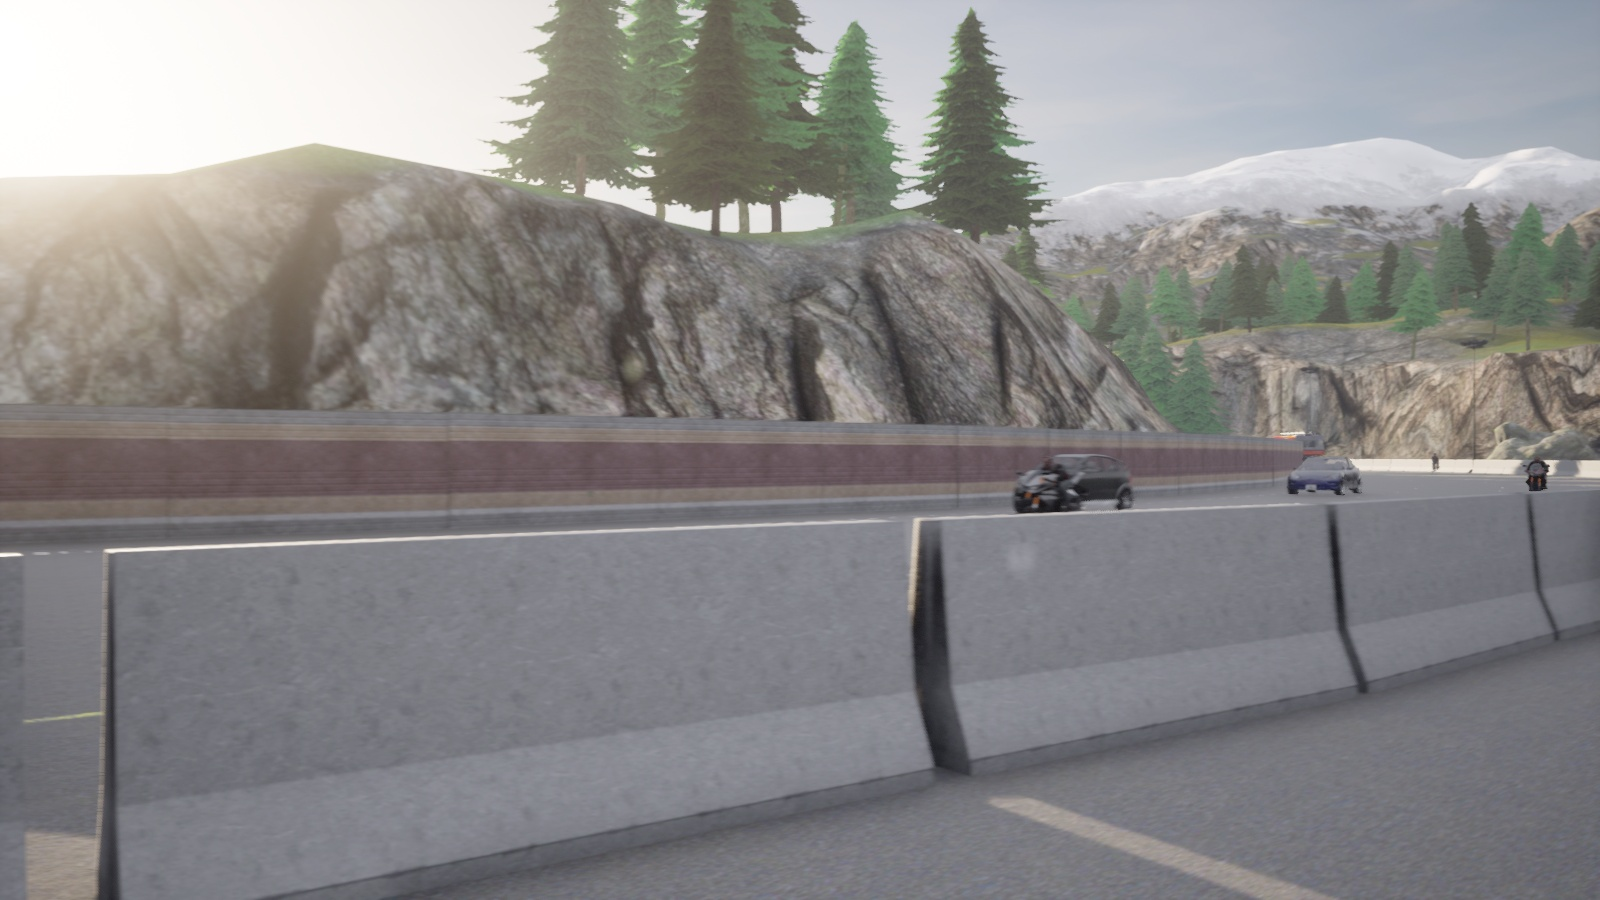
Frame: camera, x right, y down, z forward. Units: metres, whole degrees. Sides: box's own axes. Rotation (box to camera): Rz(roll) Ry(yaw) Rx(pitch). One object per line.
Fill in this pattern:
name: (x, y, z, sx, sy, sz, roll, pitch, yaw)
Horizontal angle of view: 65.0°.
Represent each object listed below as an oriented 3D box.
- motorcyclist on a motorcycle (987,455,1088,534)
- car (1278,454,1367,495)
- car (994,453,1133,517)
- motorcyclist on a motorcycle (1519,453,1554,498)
motorcyclist on a motorcycle: (4.871, 0.883, 25.635, 2.191, 1.530, 0.866, 0, -1, -43)
car: (20.172, 0.899, 48.349, 2.163, 1.488, 4.792, 0, 0, 35)
car: (6.862, 0.852, 32.511, 1.789, 1.549, 3.705, 0, 0, 45)
motorcyclist on a motorcycle: (26.305, 0.896, 44.810, 0.866, 1.530, 2.191, -1, -1, 35)
